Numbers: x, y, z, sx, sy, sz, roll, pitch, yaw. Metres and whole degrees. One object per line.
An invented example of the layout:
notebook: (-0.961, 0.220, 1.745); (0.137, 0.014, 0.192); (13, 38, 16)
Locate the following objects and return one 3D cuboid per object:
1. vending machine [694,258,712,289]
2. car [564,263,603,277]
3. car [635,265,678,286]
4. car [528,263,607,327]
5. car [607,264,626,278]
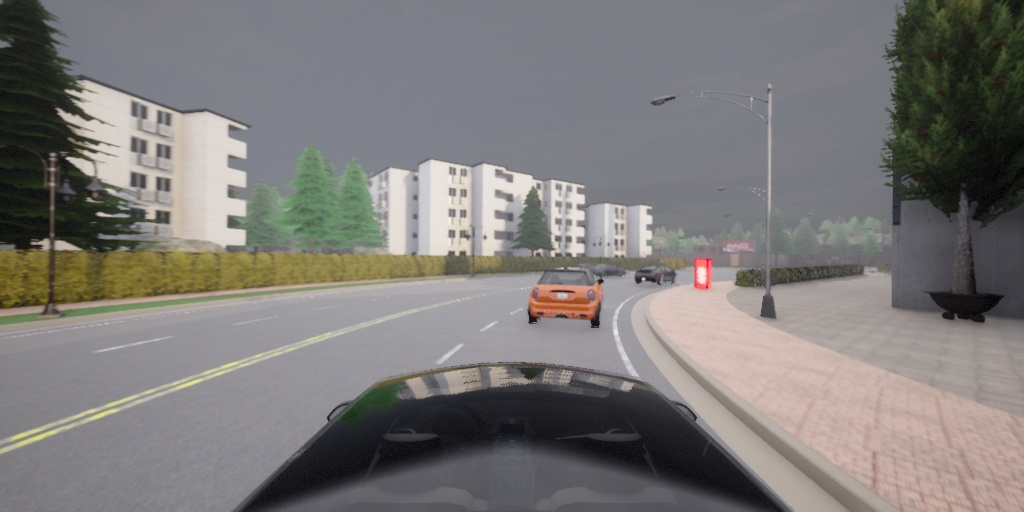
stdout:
vending machine: (11.829, 1.116, 22.220); (1.100, 2.100, 0.880); (0, 0, 38)
car: (7.794, 1.491, 39.053); (4.181, 1.385, 1.994); (1, 0, -41)
car: (11.194, 1.434, 27.704); (1.837, 1.490, 4.892); (-1, -1, 44)
car: (1.974, 1.149, 12.085); (2.097, 1.767, 4.553); (1, 0, 15)
car: (9.285, 1.480, 35.788); (5.357, 1.411, 2.033); (1, 0, -42)
